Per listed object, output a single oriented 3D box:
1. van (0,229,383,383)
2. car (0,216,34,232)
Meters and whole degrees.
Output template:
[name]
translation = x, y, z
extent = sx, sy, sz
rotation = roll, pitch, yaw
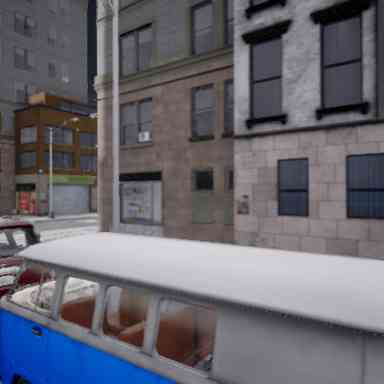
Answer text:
[van]
translation = -0.118, 1.351, 2.894
extent = 3.998, 1.788, 1.690
rotation = 0, 0, 36
[car]
translation = -4.599, 1.355, 6.103
extent = 5.009, 1.841, 2.192
rotation = 0, 0, 36
